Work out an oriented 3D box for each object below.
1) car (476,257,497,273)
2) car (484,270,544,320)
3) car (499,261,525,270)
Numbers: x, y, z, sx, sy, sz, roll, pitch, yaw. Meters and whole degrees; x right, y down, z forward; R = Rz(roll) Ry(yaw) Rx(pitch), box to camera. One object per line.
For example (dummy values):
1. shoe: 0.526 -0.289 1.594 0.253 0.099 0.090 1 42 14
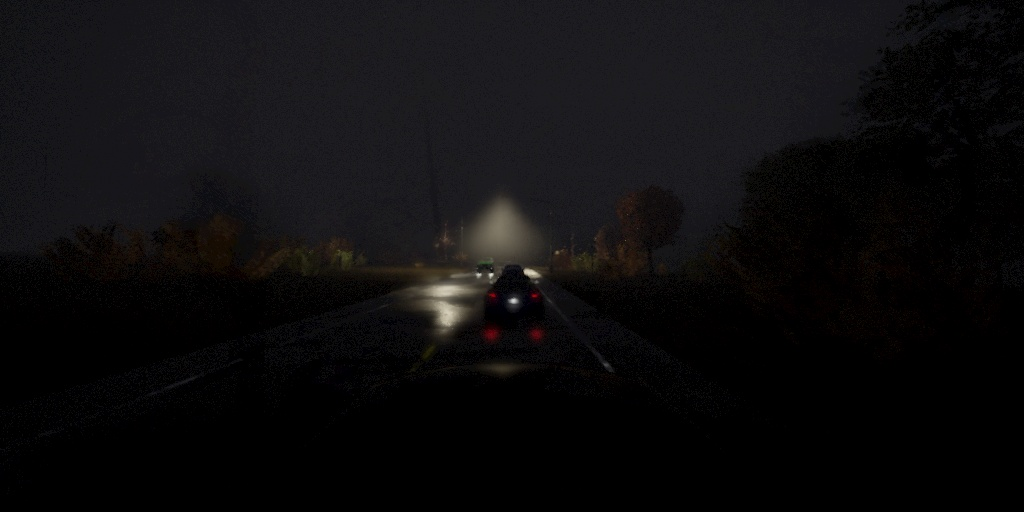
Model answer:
1. car: -3.574 1.193 49.146 2.150 2.045 5.566 0 0 0
2. car: 0.074 1.363 12.957 1.994 1.385 4.181 0 0 0
3. car: 0.079 1.395 28.573 1.812 1.442 4.674 0 0 0
